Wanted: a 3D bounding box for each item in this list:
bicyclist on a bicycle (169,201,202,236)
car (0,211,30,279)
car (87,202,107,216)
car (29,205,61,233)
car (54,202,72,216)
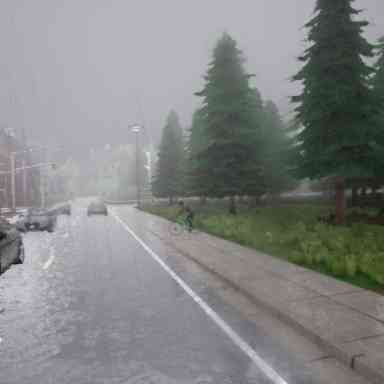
[{"bbox_3d":[-0.323,1.229,15.724,1.656,1.620,0.582,-2,0,-17],"label":"bicyclist on a bicycle"},{"bbox_3d":[-6.190,1.529,9.218,2.097,1.767,4.553,-2,0,-17],"label":"car"},{"bbox_3d":[-9.951,1.727,34.926,1.994,1.385,4.181,-2,0,-17],"label":"car"},{"bbox_3d":[-9.565,1.796,20.629,1.994,1.385,4.181,-2,0,-17],"label":"car"},{"bbox_3d":[-14.027,1.830,35.808,1.812,1.442,4.674,-2,0,-16],"label":"car"}]
